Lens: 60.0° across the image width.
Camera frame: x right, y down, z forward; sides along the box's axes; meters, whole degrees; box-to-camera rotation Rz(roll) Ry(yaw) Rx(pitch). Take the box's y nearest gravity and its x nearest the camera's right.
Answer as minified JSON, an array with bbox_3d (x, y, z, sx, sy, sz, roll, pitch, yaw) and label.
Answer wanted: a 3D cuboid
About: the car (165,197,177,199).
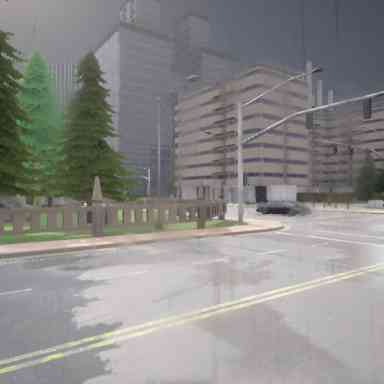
[{"bbox_3d":[-2.663,1.491,46.731,2.128,1.511,4.902,0,0,-35],"label":"car"}]

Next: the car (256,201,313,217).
[{"bbox_3d":[8.475,1.547,31.162,2.033,1.411,5.357,0,0,-37],"label":"car"}]
